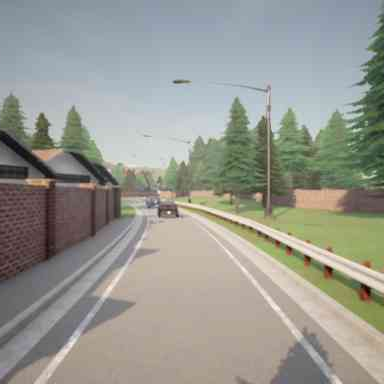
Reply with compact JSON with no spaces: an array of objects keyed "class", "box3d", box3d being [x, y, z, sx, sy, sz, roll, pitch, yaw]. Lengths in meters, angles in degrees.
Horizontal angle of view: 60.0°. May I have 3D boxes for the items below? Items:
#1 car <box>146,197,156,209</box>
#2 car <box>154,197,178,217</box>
[{"class":"car","box3d":[-5.417,1.432,47.647,2.097,1.767,4.553,0,0,-12]},{"class":"car","box3d":[-2.380,1.554,31.566,1.837,1.490,4.892,0,0,-8]}]
